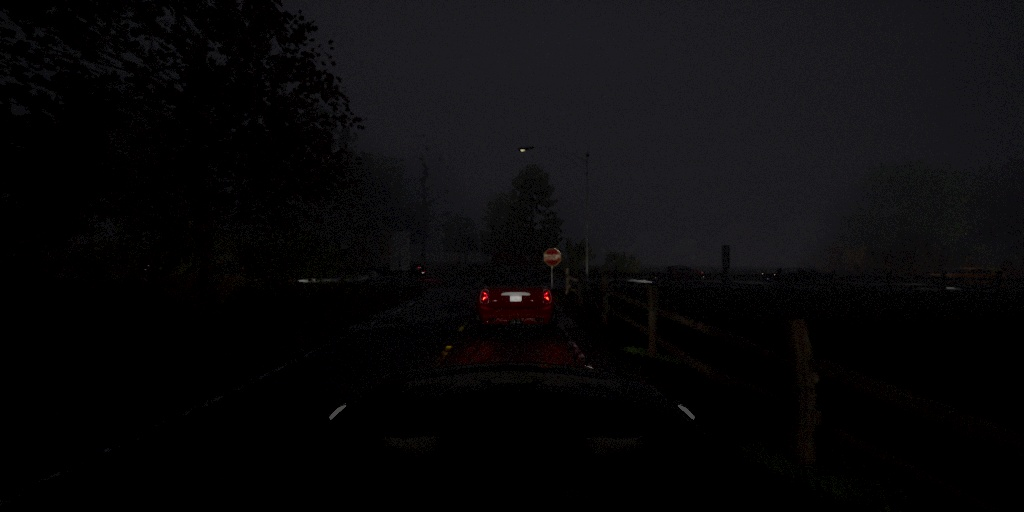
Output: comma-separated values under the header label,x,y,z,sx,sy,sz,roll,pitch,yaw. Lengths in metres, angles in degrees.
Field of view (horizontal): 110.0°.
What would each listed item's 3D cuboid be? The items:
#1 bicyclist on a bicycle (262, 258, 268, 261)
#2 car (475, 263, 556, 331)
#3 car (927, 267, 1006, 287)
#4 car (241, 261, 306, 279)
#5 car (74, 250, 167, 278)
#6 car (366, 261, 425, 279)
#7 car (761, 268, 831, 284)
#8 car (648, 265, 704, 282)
label,x,y,z,sx,sy,sz,roll,pitch,yaw
bicyclist on a bicycle,-22.681,0.791,32.868,0.582,1.620,1.656,1,0,0
car,0.095,1.083,11.116,2.097,1.767,4.553,0,0,0
car,37.747,1.705,29.887,5.008,1.535,1.882,0,1,0
car,-17.785,1.053,26.903,4.181,1.385,1.994,1,1,0
car,-29.127,0.558,26.848,5.566,2.045,2.150,1,1,-1
car,-9.578,1.064,29.491,4.892,1.490,1.837,1,-1,12
car,23.529,1.622,29.916,4.718,1.301,1.895,1,1,0
car,13.660,1.444,29.928,4.181,1.385,1.994,1,1,-1
